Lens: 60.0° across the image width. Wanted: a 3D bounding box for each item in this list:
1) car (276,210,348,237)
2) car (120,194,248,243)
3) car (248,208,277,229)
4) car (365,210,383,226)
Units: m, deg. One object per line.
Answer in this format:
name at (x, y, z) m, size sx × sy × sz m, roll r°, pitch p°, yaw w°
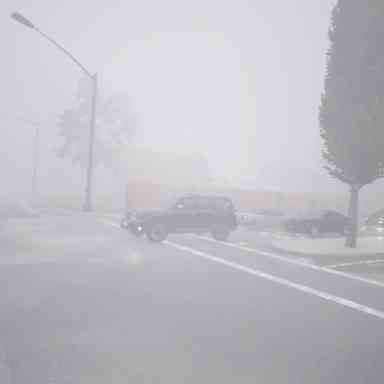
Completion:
car at (7.895, 1.854, 20.677) m, size 5.008 × 1.535 × 1.882 m, roll 3°, pitch 1°, yaw -33°
car at (-0.426, 1.101, 15.301) m, size 5.566 × 2.045 × 2.150 m, roll 3°, pitch 0°, yaw -33°
car at (4.782, 1.766, 22.834) m, size 4.718 × 1.301 × 1.895 m, roll 3°, pitch 0°, yaw -33°
car at (18.450, 2.485, 31.649) m, size 4.892 × 1.490 × 1.837 m, roll 3°, pitch 0°, yaw -33°
